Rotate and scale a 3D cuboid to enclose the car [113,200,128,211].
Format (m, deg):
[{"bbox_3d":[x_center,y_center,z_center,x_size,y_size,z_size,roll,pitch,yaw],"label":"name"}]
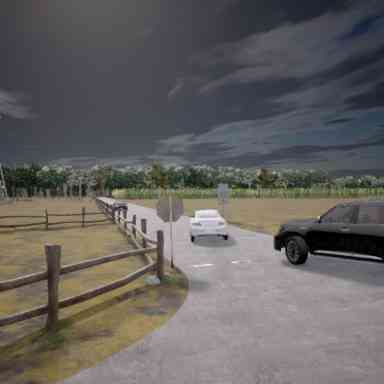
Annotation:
[{"bbox_3d":[-10.712,1.972,49.475,2.033,1.411,5.357,-2,0,-17],"label":"car"}]

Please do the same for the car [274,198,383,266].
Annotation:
[{"bbox_3d":[5.099,1.222,9.766,2.150,2.045,5.566,-2,0,-39],"label":"car"}]

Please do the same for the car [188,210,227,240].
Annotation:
[{"bbox_3d":[0.786,1.665,17.876,1.812,1.442,4.674,-2,0,-1],"label":"car"}]
